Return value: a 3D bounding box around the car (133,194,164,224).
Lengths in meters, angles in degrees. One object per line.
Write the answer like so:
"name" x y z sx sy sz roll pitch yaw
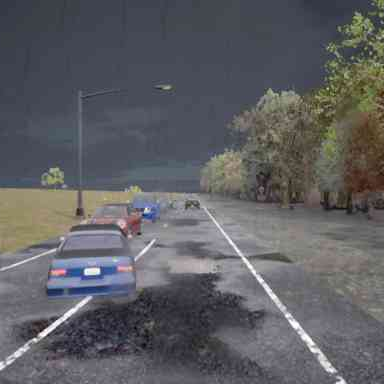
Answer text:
"car" -3.614 1.211 25.300 2.150 2.045 5.566 0 0 -1

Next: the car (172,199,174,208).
"car" -3.610 1.327 45.312 2.097 1.767 4.553 0 0 0

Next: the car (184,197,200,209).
"car" 0.041 1.481 44.033 1.837 1.490 4.892 0 0 0

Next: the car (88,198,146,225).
"car" -3.678 1.346 15.635 2.097 1.767 4.553 0 0 1

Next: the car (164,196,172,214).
"car" -3.607 1.335 35.305 2.097 1.767 4.553 0 0 0

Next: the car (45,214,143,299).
"car" -2.511 1.545 8.703 2.033 1.411 5.357 0 0 -14
